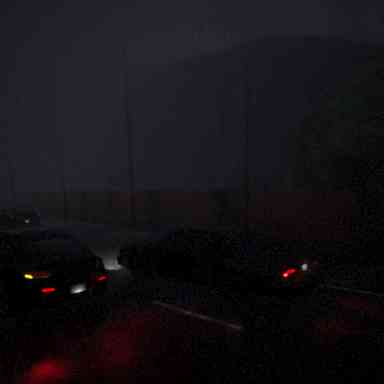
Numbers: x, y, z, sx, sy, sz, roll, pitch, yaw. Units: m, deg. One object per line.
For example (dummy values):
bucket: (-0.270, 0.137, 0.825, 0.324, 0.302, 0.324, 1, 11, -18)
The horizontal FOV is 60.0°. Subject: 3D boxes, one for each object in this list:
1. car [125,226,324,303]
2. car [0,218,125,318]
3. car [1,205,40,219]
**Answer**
car: (0.390, 1.572, 8.359, 5.357, 1.411, 2.033, 0, 0, 41)
car: (-3.713, 1.545, 7.473, 4.674, 1.442, 1.812, 0, 0, 43)
car: (-11.391, 1.582, 22.059, 1.812, 1.442, 4.674, 0, 0, -37)
